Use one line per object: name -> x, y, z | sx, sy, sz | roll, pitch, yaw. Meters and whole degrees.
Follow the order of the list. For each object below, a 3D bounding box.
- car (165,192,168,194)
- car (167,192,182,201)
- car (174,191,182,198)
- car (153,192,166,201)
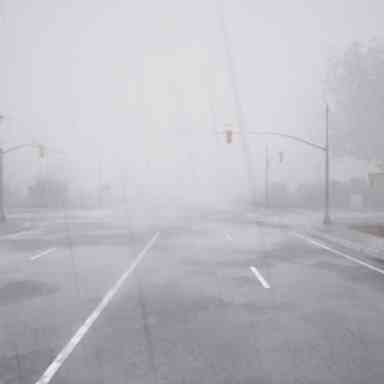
car -> -6.984, 0.664, 84.332 | 1.837, 1.490, 4.892 | 0, 0, 0
car -> -3.498, 1.110, 68.909 | 1.882, 1.535, 5.008 | 0, 0, 0
car -> -3.484, 0.642, 84.321 | 1.882, 1.535, 5.008 | 0, 0, 0
car -> -6.997, 1.227, 68.854 | 1.895, 1.301, 4.718 | 0, 0, 0
